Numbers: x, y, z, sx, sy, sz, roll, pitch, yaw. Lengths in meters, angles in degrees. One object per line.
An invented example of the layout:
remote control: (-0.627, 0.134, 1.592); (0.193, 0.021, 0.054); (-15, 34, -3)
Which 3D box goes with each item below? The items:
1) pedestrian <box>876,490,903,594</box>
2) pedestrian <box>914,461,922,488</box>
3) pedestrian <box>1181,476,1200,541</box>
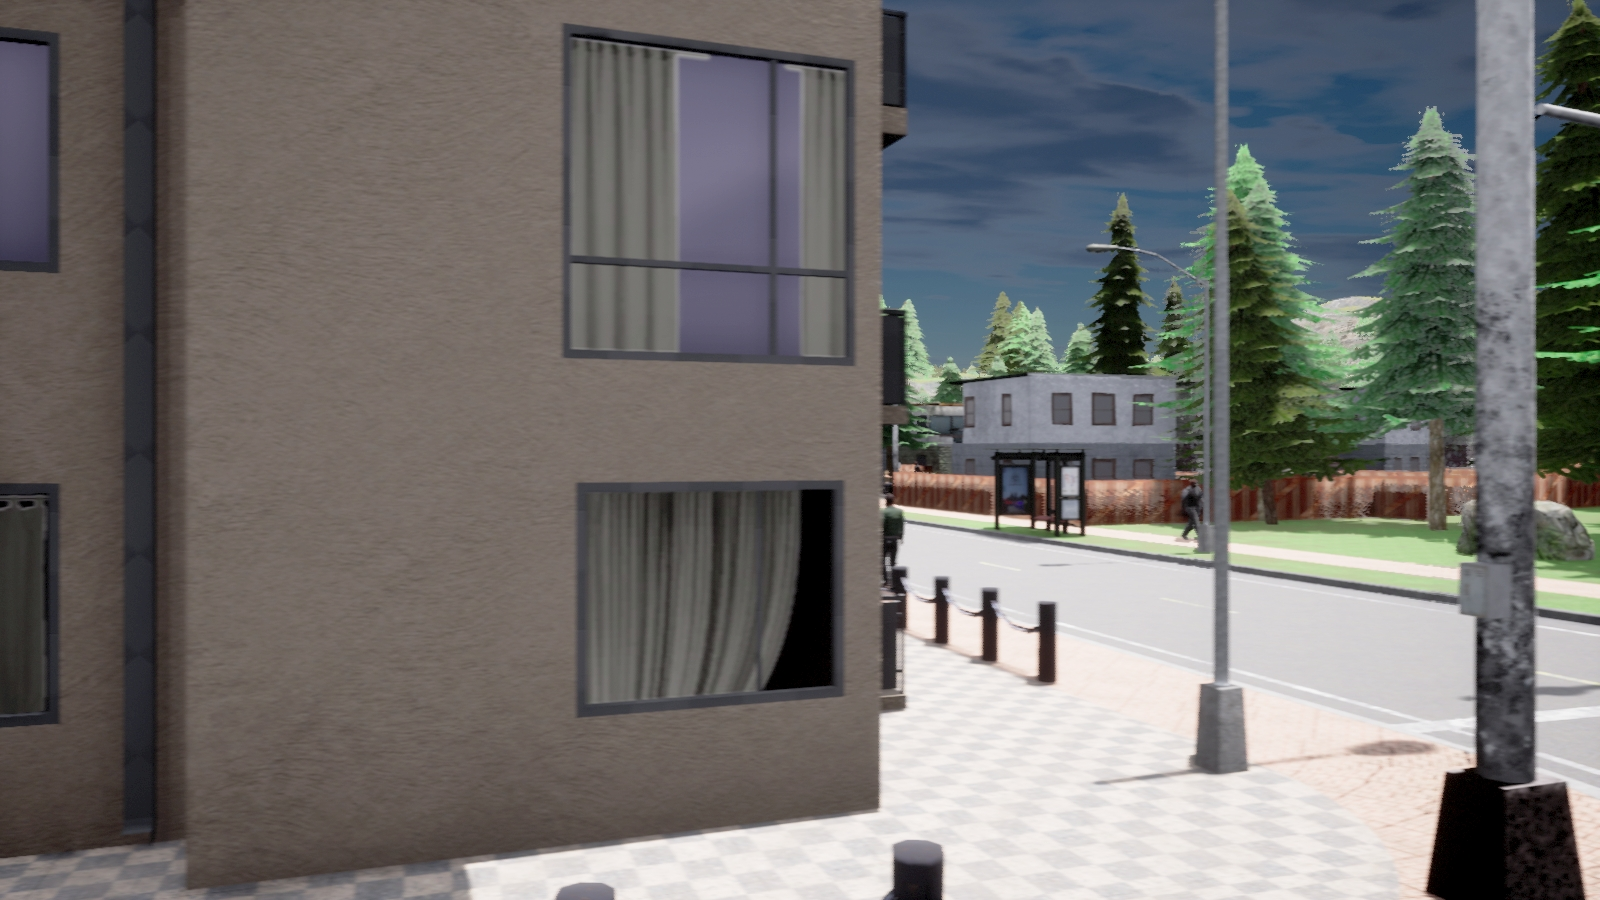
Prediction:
pedestrian: (1.636, 1.675, 20.852); (0.375, 1.860, 0.375); (0, 0, -20)
pedestrian: (7.978, 1.652, 77.276); (0.375, 1.860, 0.375); (0, 0, -30)
pedestrian: (11.301, 1.675, 33.058); (0.375, 1.860, 0.375); (0, 0, -20)
